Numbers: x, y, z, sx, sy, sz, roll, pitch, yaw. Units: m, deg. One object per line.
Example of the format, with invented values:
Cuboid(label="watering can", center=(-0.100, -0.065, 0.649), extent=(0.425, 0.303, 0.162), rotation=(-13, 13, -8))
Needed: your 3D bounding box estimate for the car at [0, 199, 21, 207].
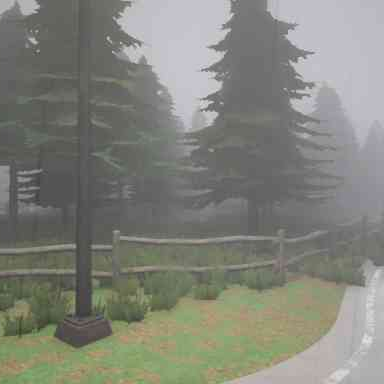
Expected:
Cuboid(label="car", center=(-19.308, 1.453, 35.323), extent=(2.128, 1.511, 4.902), rotation=(0, 0, 3))
